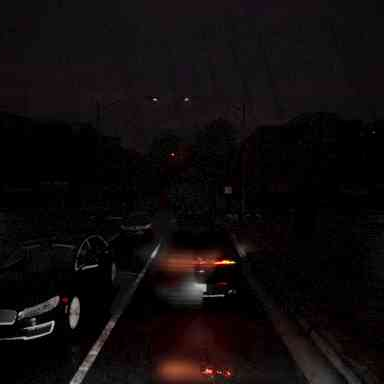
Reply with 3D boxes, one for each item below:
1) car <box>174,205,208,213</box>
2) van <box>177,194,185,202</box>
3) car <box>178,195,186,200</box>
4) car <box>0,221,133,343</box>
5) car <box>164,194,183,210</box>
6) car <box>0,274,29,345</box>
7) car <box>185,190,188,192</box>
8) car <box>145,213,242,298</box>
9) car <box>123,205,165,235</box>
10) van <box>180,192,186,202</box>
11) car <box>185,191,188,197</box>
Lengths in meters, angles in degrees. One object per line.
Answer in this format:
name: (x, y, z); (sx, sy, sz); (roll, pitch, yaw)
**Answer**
car: (0.145, 1.604, 18.621); (1.895, 1.301, 4.718); (0, 0, 1)
van: (-2.594, 1.314, 77.445); (1.690, 1.788, 3.998); (-1, 0, 0)
car: (-2.578, 1.443, 88.529); (2.008, 1.369, 4.403); (-1, 0, 0)
car: (-2.654, 1.549, 6.537); (2.008, 1.369, 4.403); (-2, 0, 0)
car: (-2.627, 1.490, 44.209); (1.967, 1.590, 4.097); (-2, 0, 0)
car: (-2.658, 1.550, 1.088); (2.008, 1.369, 4.403); (-2, 0, 0)
car: (-2.576, 1.146, 94.078); (2.192, 1.841, 5.009); (-1, 1, 0)
car: (0.110, 1.503, 8.490); (1.837, 1.490, 4.892); (0, 0, 0)
car: (-2.644, 1.585, 17.432); (1.802, 1.307, 4.206); (-2, 0, 0)
van: (-2.606, 1.369, 66.365); (1.690, 1.788, 3.998); (-1, 0, 0)
car: (-2.602, 1.319, 71.908); (2.192, 1.841, 5.009); (-1, 0, 0)
